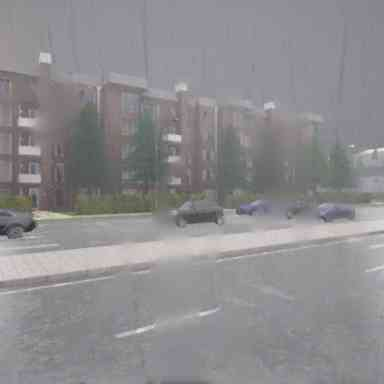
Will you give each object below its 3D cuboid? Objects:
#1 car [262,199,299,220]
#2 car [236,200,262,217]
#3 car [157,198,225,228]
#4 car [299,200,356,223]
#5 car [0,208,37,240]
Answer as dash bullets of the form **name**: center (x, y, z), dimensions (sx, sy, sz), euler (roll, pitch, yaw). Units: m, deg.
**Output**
- **car**: center (8.630, 1.454, 28.100), dimensions (4.902, 1.511, 2.128), euler (0, 0, -35)
- **car**: center (6.265, 1.440, 30.642), dimensions (5.008, 1.535, 1.882), euler (0, 0, -34)
- **car**: center (-0.034, 1.331, 22.145), dimensions (4.553, 1.767, 2.097), euler (0, 0, -35)
- **car**: center (10.493, 1.488, 25.051), dimensions (4.674, 1.442, 1.812), euler (0, 0, -34)
- **car**: center (-9.856, 1.491, 15.388), dimensions (4.902, 1.511, 2.128), euler (0, 0, -34)
